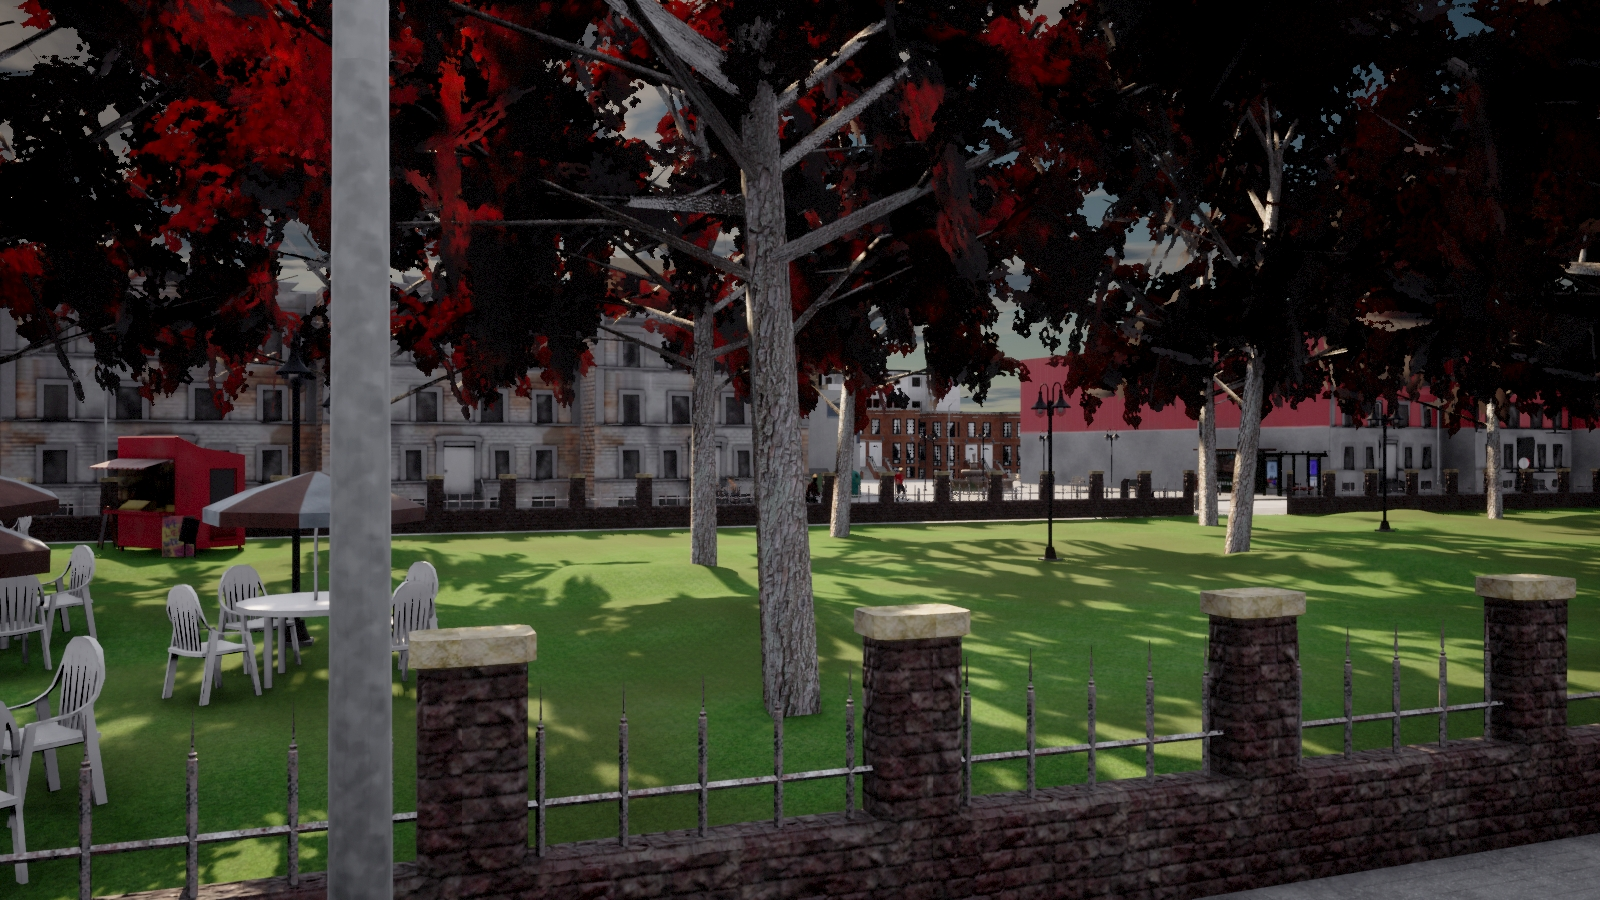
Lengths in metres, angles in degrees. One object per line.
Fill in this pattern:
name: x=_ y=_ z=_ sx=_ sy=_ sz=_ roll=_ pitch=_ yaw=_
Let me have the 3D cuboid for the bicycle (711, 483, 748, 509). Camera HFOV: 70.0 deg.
bicycle: x=-3.145 y=2.042 z=50.867 sx=1.487 sy=1.080 sz=0.859 roll=0 pitch=0 yaw=-20

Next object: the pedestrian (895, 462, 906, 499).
pedestrian: x=5.073 y=1.534 z=57.815 sx=0.375 sy=1.860 sz=0.375 roll=0 pitch=0 yaw=45

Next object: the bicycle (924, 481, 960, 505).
bicycle: x=6.785 y=2.046 z=54.501 sx=1.487 sy=1.080 sz=0.859 roll=0 pitch=0 yaw=-20

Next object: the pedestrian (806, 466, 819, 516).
pedestrian: x=0.467 y=1.531 z=42.895 sx=0.375 sy=1.860 sz=0.375 roll=0 pitch=0 yaw=-14
